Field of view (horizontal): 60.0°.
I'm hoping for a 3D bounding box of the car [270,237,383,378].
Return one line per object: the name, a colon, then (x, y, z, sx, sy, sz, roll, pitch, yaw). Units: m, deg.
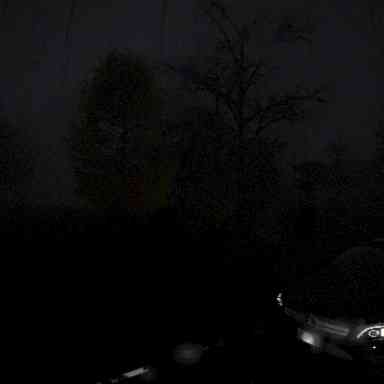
car: (3.327, 1.526, 5.443, 4.674, 1.442, 1.812, 0, 0, -35)
